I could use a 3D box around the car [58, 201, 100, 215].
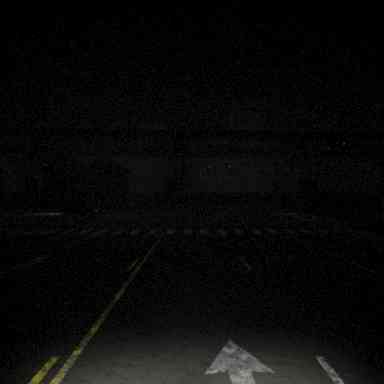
[{"bbox_3d":[-12.594,1.774,36.991,4.892,1.490,1.837,0,-1,23],"label":"car"}]
